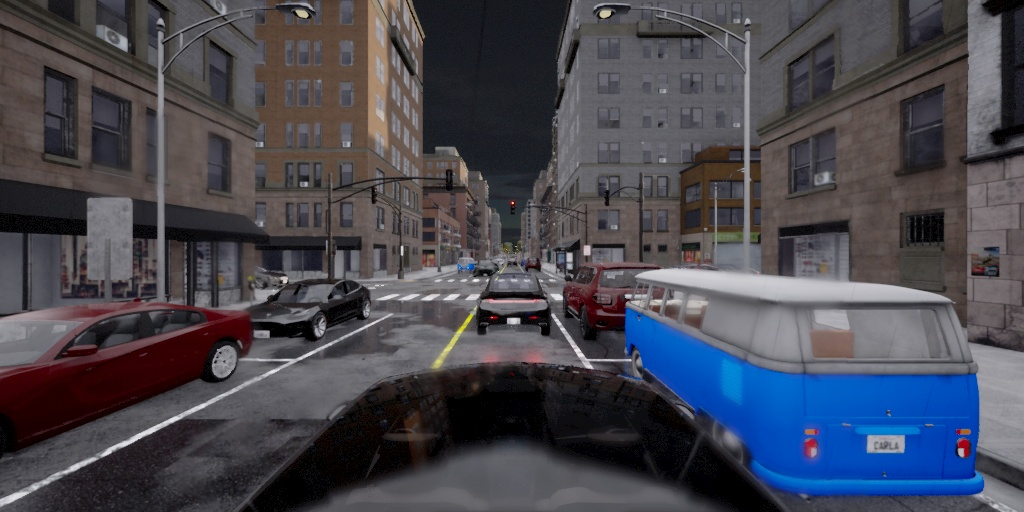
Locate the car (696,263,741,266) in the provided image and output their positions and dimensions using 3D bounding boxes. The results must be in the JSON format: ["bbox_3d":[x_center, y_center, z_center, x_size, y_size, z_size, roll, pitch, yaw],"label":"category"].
[{"bbox_3d":[11.468,1.184,21.778,4.902,1.511,2.128,0,0,0],"label":"car"}]

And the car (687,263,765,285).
[{"bbox_3d":[14.674,1.241,24.758,4.181,1.385,1.994,0,0,0],"label":"car"}]

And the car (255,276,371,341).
[{"bbox_3d":[-5.377,1.315,9.899,1.948,1.339,4.313,0,0,0],"label":"car"}]

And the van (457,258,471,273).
[{"bbox_3d":[-5.376,1.084,41.863,1.690,1.789,3.998,0,0,0],"label":"van"}]

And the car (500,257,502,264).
[{"bbox_3d":[-2.809,1.247,49.761,1.837,1.490,4.892,0,0,0],"label":"car"}]

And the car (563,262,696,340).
[{"bbox_3d":[2.648,1.064,9.894,2.192,1.841,5.009,0,0,0],"label":"car"}]

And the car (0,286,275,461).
[{"bbox_3d":[-5.381,1.295,4.388,1.888,1.381,4.507,0,0,0],"label":"car"}]

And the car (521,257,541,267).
[{"bbox_3d":[2.740,1.057,47.265,2.192,1.841,5.009,0,0,0],"label":"car"}]

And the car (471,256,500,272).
[{"bbox_3d":[-2.551,1.097,33.700,2.097,1.767,4.553,0,0,-6],"label":"car"}]

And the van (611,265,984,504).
[{"bbox_3d":[2.644,1.091,4.382,1.690,1.789,3.998,0,0,0],"label":"van"}]

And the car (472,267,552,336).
[{"bbox_3d":[0.056,1.241,10.435,2.128,1.511,4.902,0,0,0],"label":"car"}]

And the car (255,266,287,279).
[{"bbox_3d":[-16.228,1.303,21.777,4.902,1.511,2.128,0,0,0],"label":"car"}]
